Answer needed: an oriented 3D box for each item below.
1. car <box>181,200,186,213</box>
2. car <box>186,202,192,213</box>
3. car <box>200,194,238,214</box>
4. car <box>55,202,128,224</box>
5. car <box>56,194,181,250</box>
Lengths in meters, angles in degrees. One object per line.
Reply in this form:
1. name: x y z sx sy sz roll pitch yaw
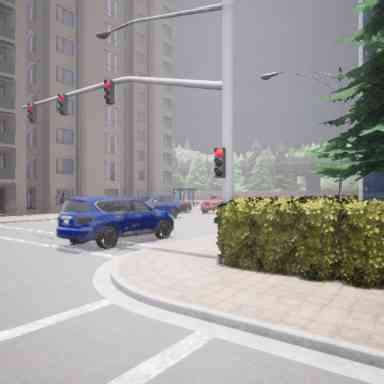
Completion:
1. car: -3.225 1.221 26.916 2.150 2.045 5.566 0 0 36
2. car: -2.043 1.478 34.439 1.882 1.535 5.008 0 0 36
3. car: 3.119 1.221 35.551 2.150 2.045 5.566 0 0 36
4. car: -7.847 1.547 26.530 2.033 1.411 5.357 0 0 36
5. car: -3.183 1.221 14.785 2.150 2.045 5.566 0 0 36
